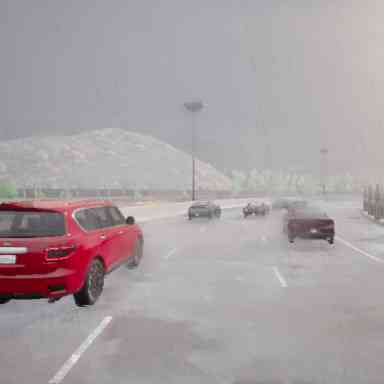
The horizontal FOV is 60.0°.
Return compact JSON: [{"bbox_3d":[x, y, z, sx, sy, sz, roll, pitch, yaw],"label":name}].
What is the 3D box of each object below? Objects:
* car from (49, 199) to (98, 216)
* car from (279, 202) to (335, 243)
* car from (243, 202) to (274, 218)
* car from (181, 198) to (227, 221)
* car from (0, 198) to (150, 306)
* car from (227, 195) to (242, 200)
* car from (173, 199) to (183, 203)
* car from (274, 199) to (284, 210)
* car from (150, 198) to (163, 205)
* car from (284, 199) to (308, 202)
[{"bbox_3d":[-11.695,1.471,33.242,1.882,1.535,5.008,0,0,19],"label":"car"},{"bbox_3d":[5.517,1.474,16.145,1.882,1.535,5.008,0,0,11],"label":"car"},{"bbox_3d":[6.034,1.594,30.498,1.895,1.301,4.718,0,0,20],"label":"car"},{"bbox_3d":[1.109,1.485,26.811,2.128,1.511,4.902,0,0,17],"label":"car"},{"bbox_3d":[-2.816,1.219,8.218,2.150,2.045,5.566,0,0,6],"label":"car"},{"bbox_3d":[8.560,1.462,68.840,1.882,1.535,5.008,0,0,38],"label":"car"},{"bbox_3d":[-1.043,1.538,41.183,2.033,1.411,5.357,0,0,25],"label":"car"},{"bbox_3d":[11.735,1.554,42.578,1.994,1.385,4.181,0,0,29],"label":"car"},{"bbox_3d":[-5.343,1.469,40.028,1.882,1.535,5.008,0,0,24],"label":"car"},{"bbox_3d":[10.781,1.539,32.958,2.033,1.411,5.357,0,0,24],"label":"car"}]
